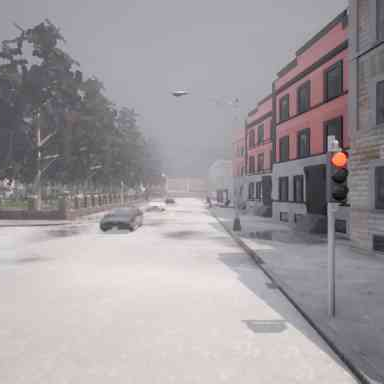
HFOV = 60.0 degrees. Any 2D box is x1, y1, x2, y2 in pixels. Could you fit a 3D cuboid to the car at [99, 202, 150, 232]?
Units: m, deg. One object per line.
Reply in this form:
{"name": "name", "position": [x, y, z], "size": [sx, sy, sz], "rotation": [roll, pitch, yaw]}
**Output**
{"name": "car", "position": [-4.082, 1.548, 20.250], "size": [2.033, 1.411, 5.357], "rotation": [0, 0, 0]}

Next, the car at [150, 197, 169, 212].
{"name": "car", "position": [-4.051, 1.526, 38.956], "size": [1.812, 1.442, 4.674], "rotation": [0, 0, 0]}

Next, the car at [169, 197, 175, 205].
{"name": "car", "position": [-4.011, 1.601, 59.793], "size": [1.895, 1.301, 4.718], "rotation": [0, 0, 0]}
